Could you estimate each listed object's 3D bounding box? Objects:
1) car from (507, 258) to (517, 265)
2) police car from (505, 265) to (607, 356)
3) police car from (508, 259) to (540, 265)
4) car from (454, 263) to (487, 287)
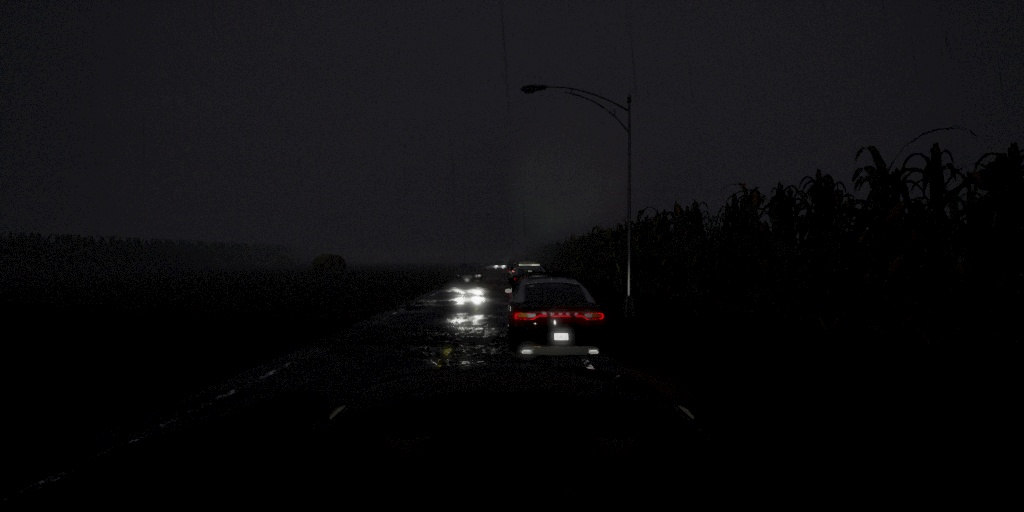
[{"bbox_3d":[0.914,1.084,24.580,2.097,1.767,4.553,0,0,0],"label":"car"},{"bbox_3d":[0.854,1.173,8.721,1.930,1.638,5.238,0,0,0],"label":"police car"},{"bbox_3d":[0.892,1.166,18.720,1.930,1.638,5.238,0,0,0],"label":"police car"},{"bbox_3d":[-2.760,1.225,24.569,2.128,1.511,4.902,0,0,0],"label":"car"}]
